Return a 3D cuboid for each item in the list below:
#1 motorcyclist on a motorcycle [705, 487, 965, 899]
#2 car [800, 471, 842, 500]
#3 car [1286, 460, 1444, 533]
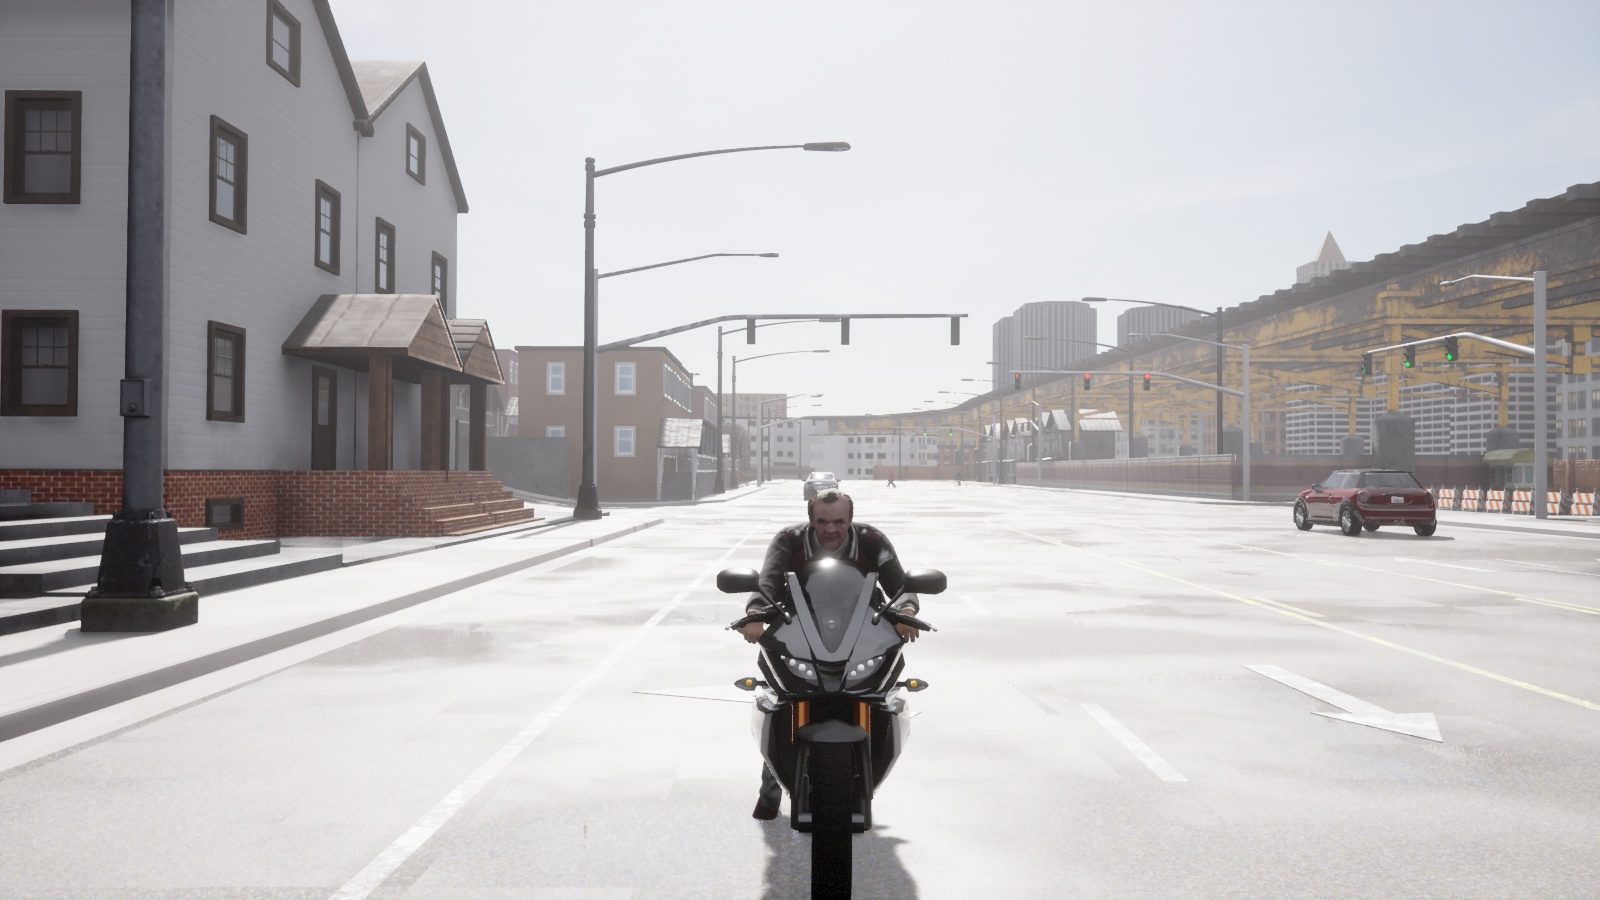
[{"bbox_3d":[0.135,0.938,5.312,0.866,1.530,2.191,0,-1,1],"label":"motorcyclist on a motorcycle"},{"bbox_3d":[1.191,1.906,68.064,2.128,1.511,4.902,0,-1,2],"label":"car"},{"bbox_3d":[14.574,1.162,32.692,2.097,1.767,4.553,0,-1,1],"label":"car"}]
